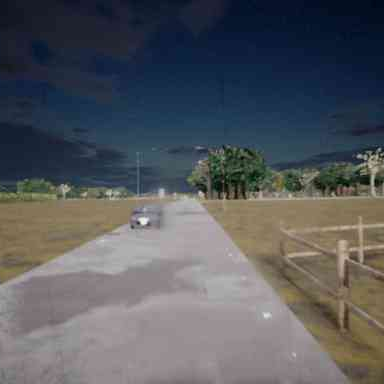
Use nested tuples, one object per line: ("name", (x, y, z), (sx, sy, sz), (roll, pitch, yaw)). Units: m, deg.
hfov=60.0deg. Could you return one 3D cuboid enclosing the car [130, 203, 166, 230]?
("car", (-2.763, 1.511, 21.514), (2.128, 1.511, 4.902), (0, 0, 0))
